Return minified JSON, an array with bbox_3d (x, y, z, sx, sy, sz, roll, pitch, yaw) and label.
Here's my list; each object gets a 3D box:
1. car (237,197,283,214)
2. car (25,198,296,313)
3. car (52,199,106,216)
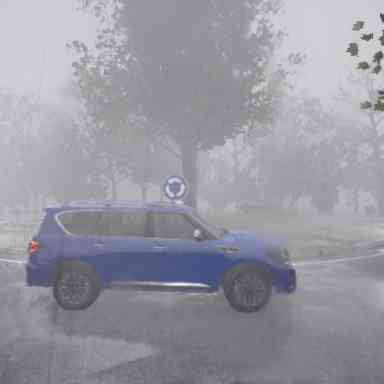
[{"bbox_3d":[7.586,1.473,37.233,4.553,1.767,2.097,0,0,35],"label":"car"},{"bbox_3d":[-0.662,1.244,7.301,5.566,2.045,2.150,0,1,2],"label":"car"},{"bbox_3d":[-11.831,1.586,35.032,5.008,1.535,1.882,1,-1,-42],"label":"car"}]
